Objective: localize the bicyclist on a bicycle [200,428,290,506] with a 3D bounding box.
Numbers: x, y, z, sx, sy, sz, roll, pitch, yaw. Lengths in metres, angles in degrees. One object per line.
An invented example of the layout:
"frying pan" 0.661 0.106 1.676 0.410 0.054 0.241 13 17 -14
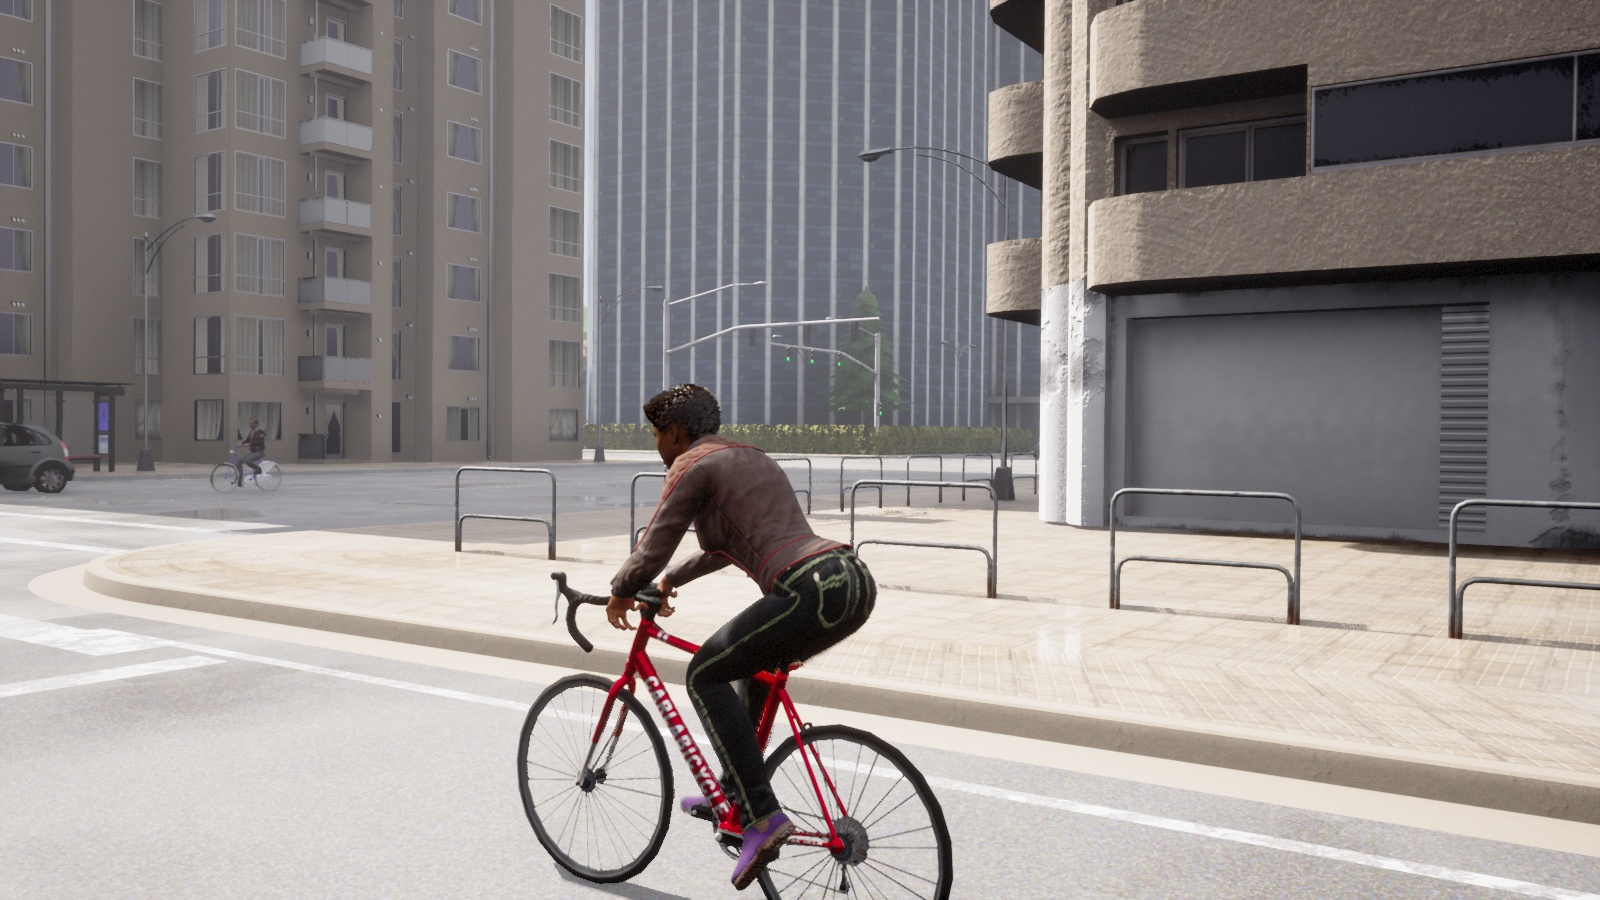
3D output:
"bicyclist on a bicycle" -13.031 0.372 29.540 0.659 1.776 1.843 0 1 32

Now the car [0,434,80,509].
"car" -18.395 0.474 27.662 1.851 1.617 3.988 0 1 33

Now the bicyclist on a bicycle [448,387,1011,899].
"bicyclist on a bicycle" -0.268 0.633 3.803 1.656 1.620 0.582 2 2 34
